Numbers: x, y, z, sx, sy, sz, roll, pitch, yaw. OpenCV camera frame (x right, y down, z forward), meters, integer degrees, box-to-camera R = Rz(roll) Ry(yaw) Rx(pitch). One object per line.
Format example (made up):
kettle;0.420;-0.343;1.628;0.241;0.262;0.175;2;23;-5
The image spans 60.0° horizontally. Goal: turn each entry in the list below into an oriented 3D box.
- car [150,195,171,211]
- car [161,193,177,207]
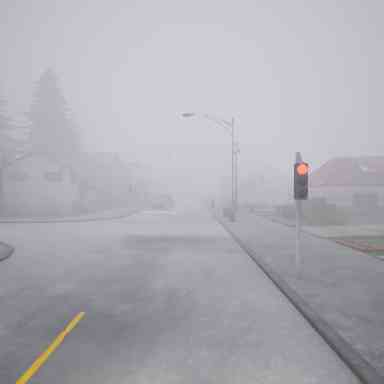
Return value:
car;-4.054;1.505;41.770;1.837;1.490;4.892;0;0;0
car;-4.039;1.222;52.265;2.150;2.045;5.566;0;0;0
